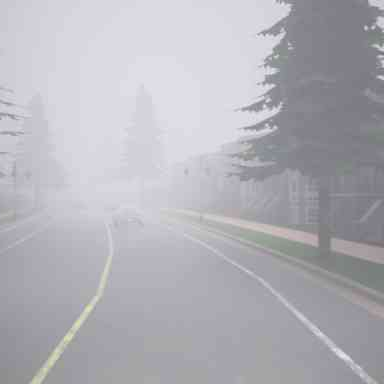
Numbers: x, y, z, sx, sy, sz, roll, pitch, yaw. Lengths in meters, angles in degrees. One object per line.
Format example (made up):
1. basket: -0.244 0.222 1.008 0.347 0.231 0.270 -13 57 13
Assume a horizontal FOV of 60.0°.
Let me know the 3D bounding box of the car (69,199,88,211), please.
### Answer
1. car: -14.681 1.660 42.974 1.837 1.490 4.892 0 0 -20

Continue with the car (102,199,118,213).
1. car: -9.467 1.602 39.247 2.128 1.511 4.902 0 0 -19

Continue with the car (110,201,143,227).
1. car: -4.556 1.582 23.404 1.812 1.442 4.674 0 0 -15
